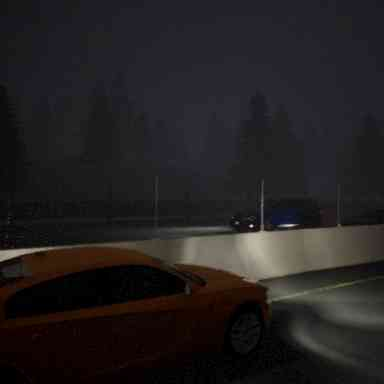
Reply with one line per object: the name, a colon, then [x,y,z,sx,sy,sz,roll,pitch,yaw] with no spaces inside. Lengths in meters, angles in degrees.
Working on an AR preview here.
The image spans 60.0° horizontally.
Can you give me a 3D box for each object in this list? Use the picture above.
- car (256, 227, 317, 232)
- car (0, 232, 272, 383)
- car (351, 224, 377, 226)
car: [4.836,1.307,18.759,5.566,2.045,2.150,1,0,-27]
car: [-1.105,1.475,4.368,5.008,1.535,1.882,1,0,-34]
car: [9.794,1.636,17.246,4.892,1.490,1.837,1,0,-24]
